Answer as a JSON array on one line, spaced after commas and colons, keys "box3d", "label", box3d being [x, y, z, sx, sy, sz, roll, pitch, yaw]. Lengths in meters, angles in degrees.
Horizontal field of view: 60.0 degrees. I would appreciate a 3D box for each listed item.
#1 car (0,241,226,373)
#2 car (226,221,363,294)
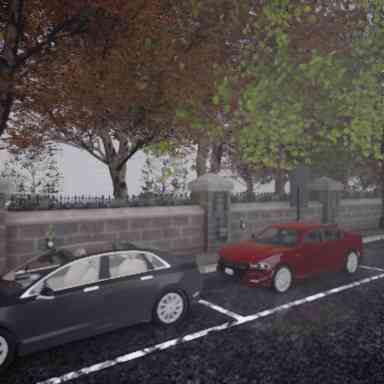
[{"box3d": [-1.833, 1.536, 5.346, 4.403, 1.369, 2.008, -1, 1, -36], "label": "car"}, {"box3d": [2.646, 1.475, 8.606, 4.507, 1.381, 1.887, -1, 1, -36], "label": "car"}]
